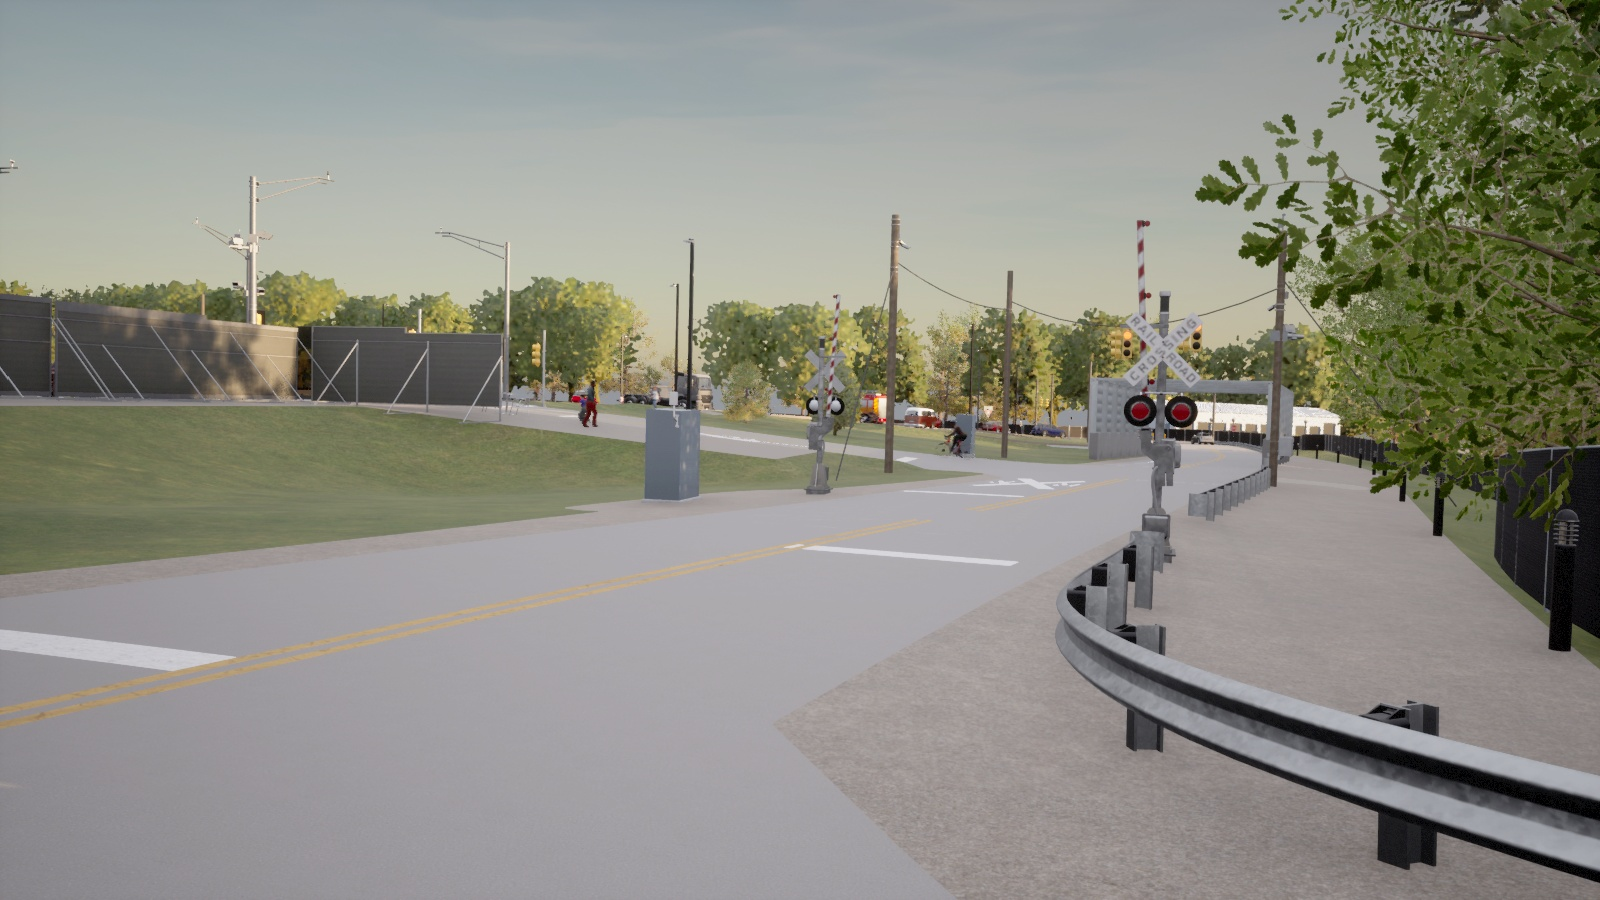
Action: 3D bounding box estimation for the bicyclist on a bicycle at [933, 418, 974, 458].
[{"bbox_3d":[6.604,-0.530,54.025,1.656,1.620,0.582,4,3,11],"label":"bicyclist on a bicycle"}]

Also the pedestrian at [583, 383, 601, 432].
[{"bbox_3d":[-7.956,-1.620,48.025,0.614,1.847,0.353,1,3,12],"label":"pedestrian"}]
